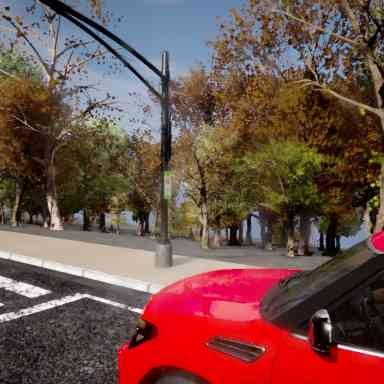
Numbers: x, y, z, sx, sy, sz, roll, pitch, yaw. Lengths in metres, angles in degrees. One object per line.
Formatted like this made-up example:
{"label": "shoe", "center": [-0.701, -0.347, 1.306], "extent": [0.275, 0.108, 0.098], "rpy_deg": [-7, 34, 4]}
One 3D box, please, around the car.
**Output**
{"label": "car", "center": [2.005, 1.222, 2.283], "extent": [5.566, 2.045, 2.150], "rpy_deg": [0, 0, 34]}
